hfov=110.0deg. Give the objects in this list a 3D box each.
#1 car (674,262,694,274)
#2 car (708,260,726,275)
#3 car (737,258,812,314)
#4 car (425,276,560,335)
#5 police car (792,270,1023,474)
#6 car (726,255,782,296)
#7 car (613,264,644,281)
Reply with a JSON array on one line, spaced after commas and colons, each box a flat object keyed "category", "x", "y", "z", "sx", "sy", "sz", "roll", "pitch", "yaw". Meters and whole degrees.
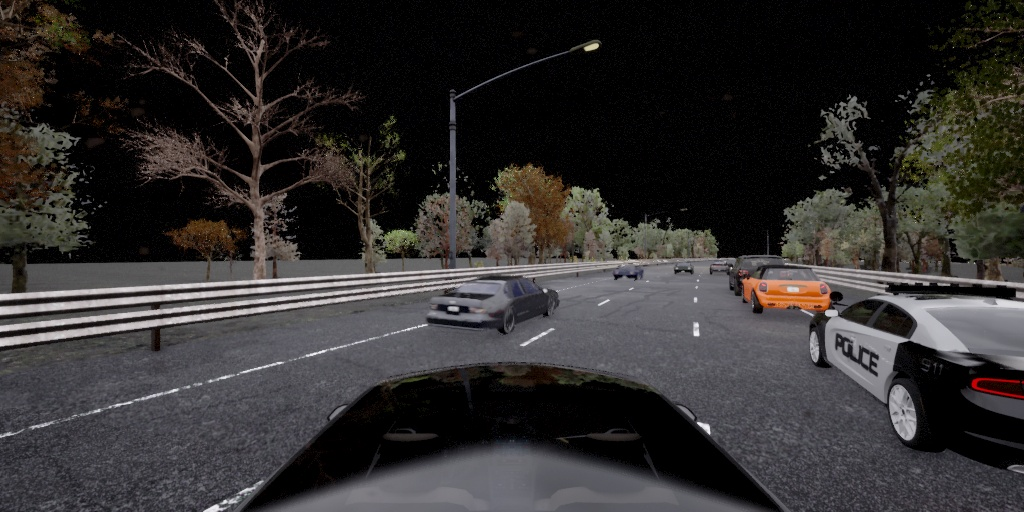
[{"category": "car", "x": 19.399, "y": 1.370, "z": 40.323, "sx": 1.895, "sy": 1.301, "sz": 4.718, "roll": 0, "pitch": 0, "yaw": 29}, {"category": "car", "x": 22.691, "y": 1.262, "z": 39.207, "sx": 2.128, "sy": 1.511, "sz": 4.902, "roll": 0, "pitch": 0, "yaw": 30}, {"category": "car", "x": 10.025, "y": 1.102, "z": 13.443, "sx": 2.097, "sy": 1.767, "sz": 4.553, "roll": 0, "pitch": 0, "yaw": 27}, {"category": "car", "x": -0.259, "y": 1.297, "z": 10.723, "sx": 2.033, "sy": 1.411, "sz": 5.357, "roll": 0, "pitch": 0, "yaw": 27}, {"category": "police car", "x": 5.640, "y": 1.175, "z": 4.751, "sx": 1.930, "sy": 1.638, "sz": 5.238, "roll": 0, "pitch": 0, "yaw": 26}, {"category": "car", "x": 12.774, "y": 0.978, "z": 18.758, "sx": 2.150, "sy": 2.045, "sz": 5.566, "roll": 0, "pitch": 0, "yaw": 28}, {"category": "car", "x": 9.979, "y": 1.359, "z": 30.416, "sx": 1.895, "sy": 1.301, "sz": 4.718, "roll": 0, "pitch": 0, "yaw": 28}]
